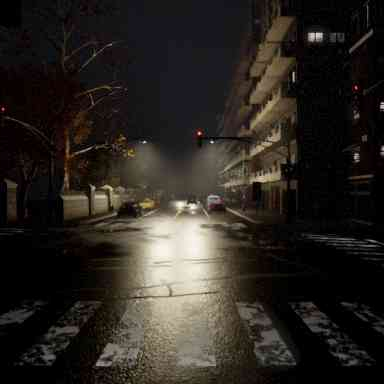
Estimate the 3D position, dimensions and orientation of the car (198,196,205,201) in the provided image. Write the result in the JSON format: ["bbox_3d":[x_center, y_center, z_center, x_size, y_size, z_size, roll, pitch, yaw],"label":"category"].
[{"bbox_3d":[2.702,1.700,92.795,1.802,1.307,4.206,0,0,0],"label":"car"}]

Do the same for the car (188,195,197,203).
[{"bbox_3d":[0.009,1.444,69.998,1.837,1.490,4.892,0,0,0],"label":"car"}]

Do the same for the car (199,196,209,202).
[{"bbox_3d":[2.700,1.629,75.904,2.008,1.369,4.403,0,0,0],"label":"car"}]

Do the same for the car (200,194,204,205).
[{"bbox_3d":[2.699,1.480,53.384,1.967,1.590,4.097,0,0,0],"label":"car"}]

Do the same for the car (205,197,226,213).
[{"bbox_3d":[2.697,1.564,36.492,1.887,1.381,4.507,0,0,0],"label":"car"}]

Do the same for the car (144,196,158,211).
[{"bbox_3d":[-5.683,1.550,41.955,1.752,1.417,4.829,0,0,0],"label":"car"}]

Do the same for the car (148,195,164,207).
[{"bbox_3d":[-5.682,1.347,47.755,2.192,1.841,5.009,0,0,0],"label":"car"}]

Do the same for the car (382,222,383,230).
[{"bbox_3d":[13.468,1.604,18.539,5.009,1.841,2.192,1,-1,-1],"label":"car"}]

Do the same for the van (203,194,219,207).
[{"bbox_3d":[2.698,1.366,42.123,1.690,1.788,3.998,0,0,0],"label":"van"}]

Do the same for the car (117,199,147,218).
[{"bbox_3d":[-5.684,1.580,30.863,1.947,1.339,4.313,0,0,0],"label":"car"}]

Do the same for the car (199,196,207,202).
[{"bbox_3d":[2.700,1.635,81.534,1.887,1.381,4.507,0,0,0],"label":"car"}]

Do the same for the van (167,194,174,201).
[{"bbox_3d":[-5.678,1.445,87.165,1.690,1.788,3.998,0,0,0],"label":"van"}]

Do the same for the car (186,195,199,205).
[{"bbox_3d":[0.006,1.597,59.579,2.033,1.411,5.357,0,0,0],"label":"car"}]

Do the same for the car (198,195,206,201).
[{"bbox_3d":[2.702,1.544,87.164,1.967,1.590,4.097,0,0,0],"label":"car"}]

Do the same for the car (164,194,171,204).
[{"bbox_3d":[-5.681,1.498,64.646,1.967,1.590,4.097,0,0,0],"label":"car"}]

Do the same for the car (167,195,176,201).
[{"bbox_3d":[-5.678,1.669,92.794,2.008,1.369,4.403,0,0,0],"label":"car"}]

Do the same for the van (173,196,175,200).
[{"bbox_3d":[-5.679,1.432,81.536,1.690,1.788,3.998,0,0,0],"label":"van"}]

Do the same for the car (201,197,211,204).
[{"bbox_3d":[2.699,1.602,64.643,1.887,1.381,4.507,0,0,0],"label":"car"}]

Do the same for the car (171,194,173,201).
[{"bbox_3d":[-5.680,1.508,70.275,1.967,1.590,4.097,0,0,0],"label":"car"}]
